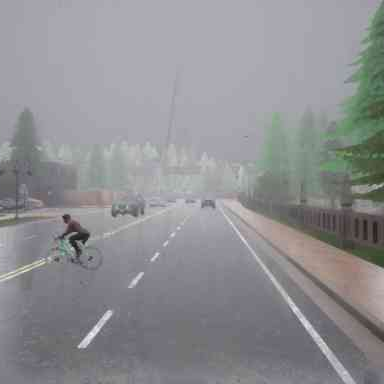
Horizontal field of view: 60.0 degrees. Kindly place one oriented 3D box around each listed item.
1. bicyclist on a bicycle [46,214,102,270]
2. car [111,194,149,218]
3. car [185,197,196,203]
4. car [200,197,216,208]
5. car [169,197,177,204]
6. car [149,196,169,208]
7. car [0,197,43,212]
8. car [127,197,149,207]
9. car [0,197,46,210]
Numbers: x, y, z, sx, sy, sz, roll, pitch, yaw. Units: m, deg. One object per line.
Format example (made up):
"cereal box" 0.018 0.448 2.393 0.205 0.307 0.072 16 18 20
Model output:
"bicyclist on a bicycle" -3.401 1.455 9.506 1.656 1.620 0.582 -2 0 3
"car" -5.722 1.221 30.486 2.150 2.045 5.566 0 0 3
"car" -0.287 1.601 66.581 1.895 1.301 4.718 0 0 3
"car" 2.288 1.505 47.215 1.837 1.490 4.892 0 0 3
"car" -4.068 1.564 63.886 1.994 1.385 4.181 0 0 3
"car" -4.908 1.601 47.452 1.895 1.301 4.718 0 0 3
"car" -19.891 1.453 38.039 4.902 1.511 2.128 0 0 5
"car" -8.290 1.546 51.631 2.033 1.411 5.357 0 0 5
"car" -21.211 1.439 41.632 5.008 1.535 1.882 0 0 7
